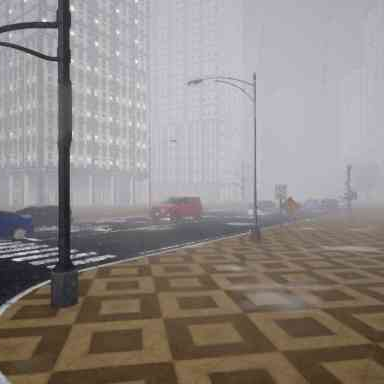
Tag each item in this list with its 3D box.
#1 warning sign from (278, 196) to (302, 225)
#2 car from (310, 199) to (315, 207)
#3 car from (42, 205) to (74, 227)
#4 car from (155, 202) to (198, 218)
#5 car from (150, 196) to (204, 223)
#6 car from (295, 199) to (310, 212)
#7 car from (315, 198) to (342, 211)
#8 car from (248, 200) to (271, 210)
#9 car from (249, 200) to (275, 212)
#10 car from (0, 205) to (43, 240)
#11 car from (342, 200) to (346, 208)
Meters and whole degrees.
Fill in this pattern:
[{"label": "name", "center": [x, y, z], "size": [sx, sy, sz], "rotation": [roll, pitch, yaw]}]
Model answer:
[{"label": "warning sign", "center": [6.783, 1.251, 22.979], "size": [1.300, 1.860, 1.060], "rotation": [0, 0, 34]}, {"label": "car", "center": [19.081, 1.831, 52.776], "size": [1.882, 1.535, 5.008], "rotation": [0, 0, 31]}, {"label": "car", "center": [-9.922, 1.625, 21.174], "size": [1.837, 1.490, 4.892], "rotation": [0, 0, 36]}, {"label": "car", "center": [-1.472, 1.742, 33.426], "size": [1.812, 1.442, 4.674], "rotation": [0, -1, 34]}, {"label": "car", "center": [-1.161, 1.399, 28.114], "size": [2.150, 2.045, 5.566], "rotation": [0, -1, 34]}, {"label": "car", "center": [13.860, 1.898, 44.380], "size": [1.895, 1.301, 4.718], "rotation": [0, -1, 33]}, {"label": "car", "center": [19.244, 1.663, 46.754], "size": [2.097, 1.767, 4.553], "rotation": [0, 0, 32]}, {"label": "car", "center": [10.378, 1.949, 51.084], "size": [1.895, 1.301, 4.718], "rotation": [0, -1, 33]}, {"label": "car", "center": [9.374, 1.771, 43.667], "size": [1.882, 1.535, 5.008], "rotation": [0, -1, 34]}, {"label": "car", "center": [-9.880, 1.544, 15.333], "size": [1.882, 1.535, 5.008], "rotation": [0, -1, 34]}, {"label": "car", "center": [24.402, 1.965, 55.237], "size": [1.895, 1.301, 4.718], "rotation": [0, 0, 30]}]
